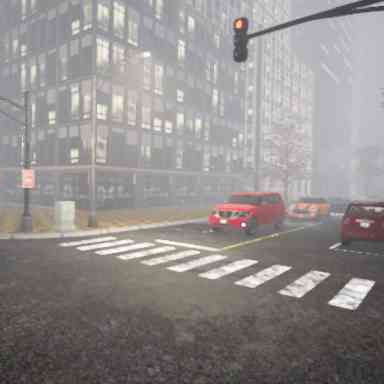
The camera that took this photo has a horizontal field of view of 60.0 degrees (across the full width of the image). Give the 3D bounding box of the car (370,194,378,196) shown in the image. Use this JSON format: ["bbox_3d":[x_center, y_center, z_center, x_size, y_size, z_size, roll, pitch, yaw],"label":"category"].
[{"bbox_3d":[34.485,1.236,64.286,1.802,1.307,4.206,2,1,36],"label":"car"}]

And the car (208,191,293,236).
[{"bbox_3d":[3.090,1.002,17.500,2.150,2.045,5.566,2,1,37],"label":"car"}]

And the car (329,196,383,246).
[{"bbox_3d":[7.681,1.273,13.981,2.192,1.841,5.009,2,1,36],"label":"car"}]

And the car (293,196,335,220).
[{"bbox_3d":[9.109,1.128,25.623,2.097,1.767,4.553,2,1,37],"label":"car"}]

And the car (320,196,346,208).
[{"bbox_3d":[17.714,1.249,41.626,1.947,1.339,4.313,2,1,36],"label":"car"}]

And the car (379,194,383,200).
[{"bbox_3d":[47.902,1.177,82.413,2.008,1.369,4.403,2,1,36],"label":"car"}]
